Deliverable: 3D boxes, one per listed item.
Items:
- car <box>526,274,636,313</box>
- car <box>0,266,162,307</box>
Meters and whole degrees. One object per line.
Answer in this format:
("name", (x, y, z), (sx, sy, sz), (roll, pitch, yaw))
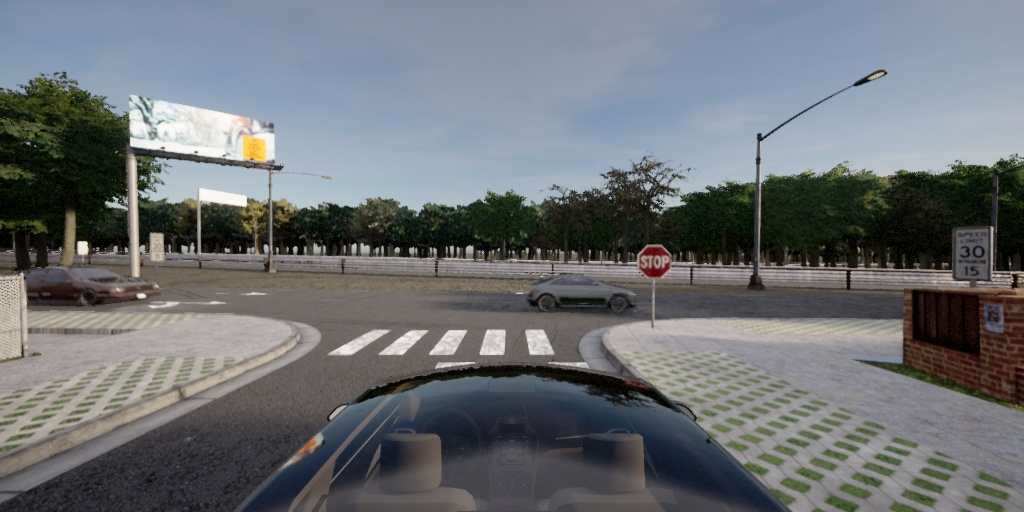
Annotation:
("car", (2.627, 1.393, 14.049), (4.181, 1.385, 1.994), (1, 1, -2))
("car", (-16.879, 1.102, 13.799), (5.357, 1.411, 2.033), (1, 1, 1))
